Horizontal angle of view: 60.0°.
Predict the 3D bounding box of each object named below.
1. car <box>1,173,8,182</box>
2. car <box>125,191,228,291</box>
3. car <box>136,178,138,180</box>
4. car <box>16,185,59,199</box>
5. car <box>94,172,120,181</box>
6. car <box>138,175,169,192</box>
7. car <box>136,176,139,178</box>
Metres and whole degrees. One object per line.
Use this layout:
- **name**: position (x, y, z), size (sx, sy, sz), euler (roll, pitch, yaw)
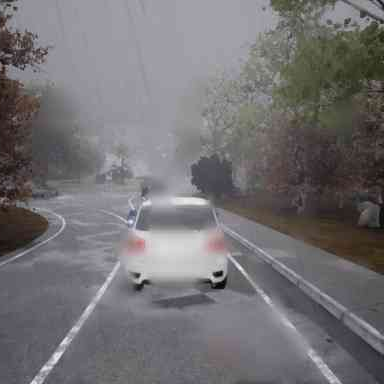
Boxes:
- **car**: position (-39.264, -2.999, 66.877), size (2.150, 2.045, 5.566), euler (3, 5, 28)
- **car**: position (-0.394, 1.137, 8.979), size (2.150, 2.045, 5.566), euler (0, 1, -2)
- **car**: position (-5.210, -1.049, 47.443), size (2.128, 1.511, 4.902), euler (3, 6, 33)
- **car**: position (-16.601, -0.019, 35.764), size (4.181, 1.385, 1.994), euler (-1, 5, -9)
- **car**: position (-18.935, -3.512, 74.464), size (5.566, 2.045, 2.150), euler (0, 5, 1)
- **car**: position (-4.387, -0.626, 39.080), size (2.150, 2.045, 5.566), euler (0, 5, 4)
- **car**: position (-10.399, -3.253, 75.211), size (4.718, 1.301, 1.895), euler (2, 5, 28)
